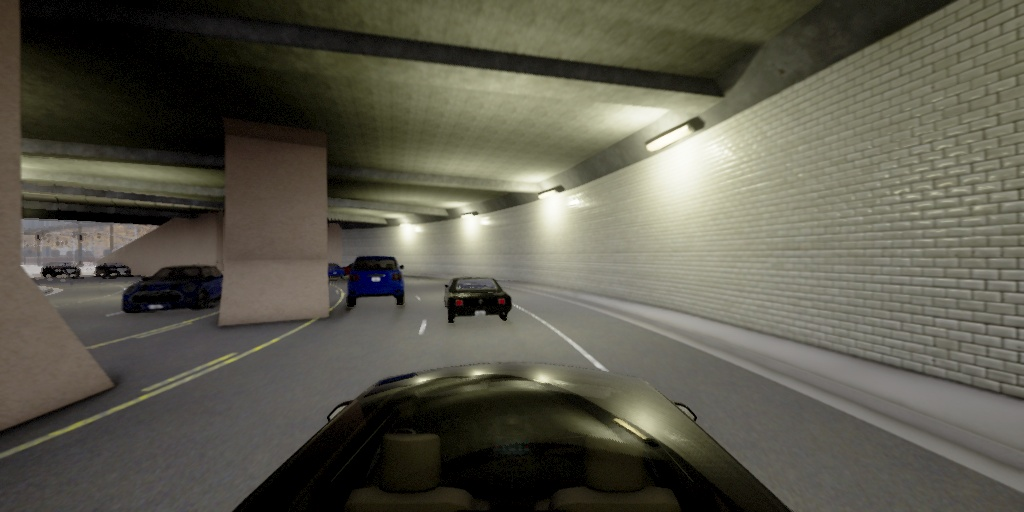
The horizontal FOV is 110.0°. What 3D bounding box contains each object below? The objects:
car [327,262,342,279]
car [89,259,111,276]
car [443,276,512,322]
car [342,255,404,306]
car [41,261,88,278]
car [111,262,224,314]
[{"bbox_3d":[-16.636,1.284,31.838,5.008,1.535,1.882,0,0,44],"label":"car"},{"bbox_3d":[-44.065,1.422,39.635,4.902,1.511,2.128,0,0,27],"label":"car"},{"bbox_3d":[-1.381,1.349,12.412,1.895,1.301,4.718,0,0,-12],"label":"car"},{"bbox_3d":[-6.107,0.989,16.234,2.150,2.045,5.566,0,0,-20],"label":"car"},{"bbox_3d":[-46.713,1.438,37.121,4.902,1.511,2.128,0,0,26],"label":"car"},{"bbox_3d":[-13.130,1.155,14.367,2.097,1.767,4.553,0,0,-24],"label":"car"}]
